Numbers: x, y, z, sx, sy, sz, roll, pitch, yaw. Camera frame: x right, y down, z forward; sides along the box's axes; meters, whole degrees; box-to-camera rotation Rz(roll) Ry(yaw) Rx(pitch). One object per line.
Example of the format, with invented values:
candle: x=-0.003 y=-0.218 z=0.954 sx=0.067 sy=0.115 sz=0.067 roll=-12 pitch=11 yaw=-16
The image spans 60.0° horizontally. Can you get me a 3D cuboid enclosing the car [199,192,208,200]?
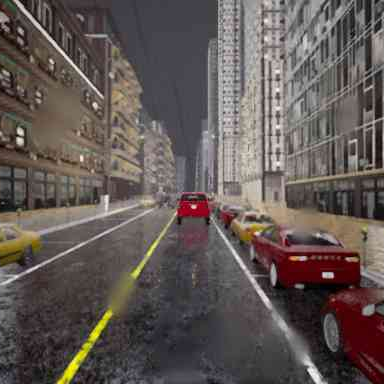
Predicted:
car: x=2.683 y=0.913 z=77.132 sx=1.967 sy=1.590 sz=4.097 roll=1 pitch=0 yaw=0

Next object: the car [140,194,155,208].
car: x=-5.669 y=1.217 z=42.896 sx=1.752 sy=1.417 sz=4.829 roll=1 pitch=0 yaw=0

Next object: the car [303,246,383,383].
car: x=2.672 y=1.558 z=3.059 sx=1.802 sy=1.307 sz=4.206 roll=1 pitch=0 yaw=0

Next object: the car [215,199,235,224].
car: x=2.675 y=1.395 z=20.154 sx=1.887 sy=1.381 sz=4.507 roll=1 pitch=0 yaw=0

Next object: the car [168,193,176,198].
car: x=-5.664 y=0.943 z=94.342 sx=1.947 sy=1.339 sz=4.313 roll=1 pitch=0 yaw=0

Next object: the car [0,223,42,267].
car: x=-5.673 y=1.460 z=8.712 sx=1.752 sy=1.417 sz=4.829 roll=1 pitch=0 yaw=0

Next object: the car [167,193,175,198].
car: x=-5.666 y=0.989 z=88.645 sx=1.802 sy=1.307 sz=4.206 roll=1 pitch=0 yaw=0

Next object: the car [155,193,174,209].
car: x=-3.085 y=1.211 z=40.628 sx=1.837 sy=1.490 sz=4.892 roll=0 pitch=0 yaw=0

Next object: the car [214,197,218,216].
car: x=2.676 y=1.360 z=25.851 sx=2.008 sy=1.369 sz=4.403 roll=1 pitch=0 yaw=0

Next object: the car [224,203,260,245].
car: x=2.675 y=1.416 z=14.626 sx=1.752 sy=1.417 sz=4.829 roll=1 pitch=0 yaw=0

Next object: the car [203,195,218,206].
car: x=2.678 y=1.198 z=48.642 sx=1.887 sy=1.381 sz=4.507 roll=1 pitch=0 yaw=0

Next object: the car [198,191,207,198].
car: x=2.686 y=0.723 z=88.529 sx=2.192 sy=1.841 sz=5.009 roll=1 pitch=0 yaw=0

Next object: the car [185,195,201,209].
car: x=0.106 y=1.206 z=41.626 sx=1.837 sy=1.490 sz=4.892 roll=0 pitch=1 yaw=0

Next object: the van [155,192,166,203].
van: x=-5.664 y=0.920 z=60.158 sx=1.690 sy=1.788 sz=3.998 roll=1 pitch=0 yaw=0

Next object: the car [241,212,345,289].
car: x=2.674 y=1.479 z=8.757 sx=1.887 sy=1.381 sz=4.507 roll=1 pitch=0 yaw=0

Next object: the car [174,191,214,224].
car: x=0.104 y=1.045 z=23.216 sx=2.150 sy=2.045 sz=5.566 roll=0 pitch=0 yaw=0
